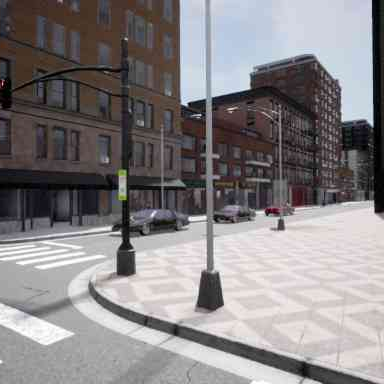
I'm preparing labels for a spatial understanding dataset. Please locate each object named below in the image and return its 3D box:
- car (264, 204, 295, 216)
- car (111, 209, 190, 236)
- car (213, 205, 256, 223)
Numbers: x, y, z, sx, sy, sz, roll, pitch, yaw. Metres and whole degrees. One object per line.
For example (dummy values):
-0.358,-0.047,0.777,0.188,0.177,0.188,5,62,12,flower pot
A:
9.653,1.929,36.522,1.895,1.301,4.718,-1,-1,36,car
-2.260,1.708,19.981,2.033,1.411,5.357,-1,-1,36,car
3.643,1.793,28.191,2.033,1.411,5.357,-1,-1,35,car
